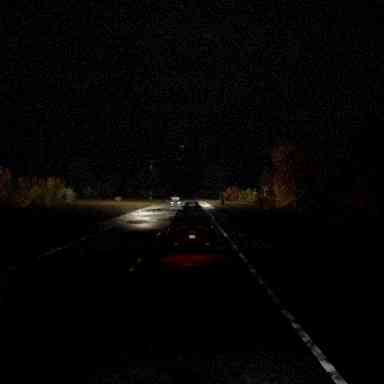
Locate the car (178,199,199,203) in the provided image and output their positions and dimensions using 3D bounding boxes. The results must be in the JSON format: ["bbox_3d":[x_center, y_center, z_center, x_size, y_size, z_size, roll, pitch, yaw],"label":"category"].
[{"bbox_3d":[0.000,1.573,29.651,2.033,1.411,5.357,0,0,0],"label":"car"}]

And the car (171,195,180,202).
[{"bbox_3d":[-3.760,1.532,75.946,1.812,1.442,4.674,0,0,-3],"label":"car"}]

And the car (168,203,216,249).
[{"bbox_3d":[0.000,1.487,14.651,1.882,1.535,5.008,0,0,0],"label":"car"}]
